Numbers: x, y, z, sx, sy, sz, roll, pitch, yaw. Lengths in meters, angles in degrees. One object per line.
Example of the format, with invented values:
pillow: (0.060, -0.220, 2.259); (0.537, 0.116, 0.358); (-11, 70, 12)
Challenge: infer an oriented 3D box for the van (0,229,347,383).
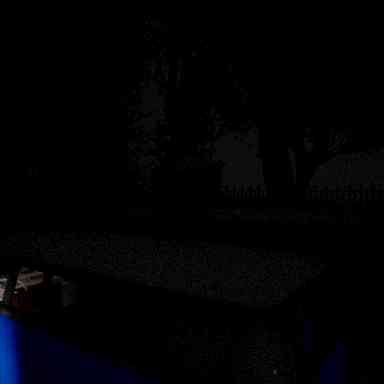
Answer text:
van: (-0.657, 1.341, 3.180); (3.998, 1.788, 1.690); (0, 0, 35)
